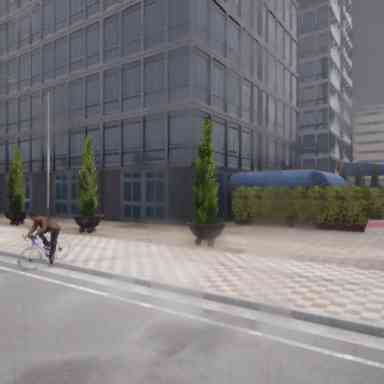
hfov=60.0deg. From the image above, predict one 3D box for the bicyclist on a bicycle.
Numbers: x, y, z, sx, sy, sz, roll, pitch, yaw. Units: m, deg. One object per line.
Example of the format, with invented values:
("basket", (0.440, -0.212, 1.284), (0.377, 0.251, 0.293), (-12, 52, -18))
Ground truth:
("bicyclist on a bicycle", (-4.336, 1.353, 9.695), (0.582, 1.620, 1.656), (0, 9, 34))
